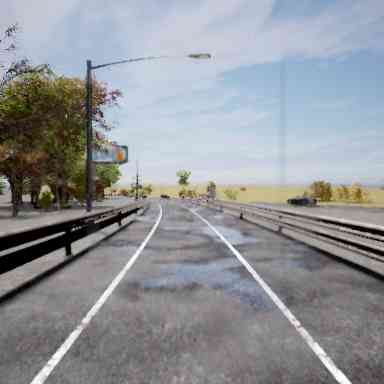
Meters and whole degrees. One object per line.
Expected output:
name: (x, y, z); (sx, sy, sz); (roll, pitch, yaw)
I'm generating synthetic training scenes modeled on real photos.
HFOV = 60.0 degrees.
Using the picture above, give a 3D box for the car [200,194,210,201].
car: (3.265, 1.269, 78.026); (2.097, 1.767, 4.553); (0, 0, -22)

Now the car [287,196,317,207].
car: (15.613, 1.295, 47.424); (2.128, 1.511, 4.902); (0, 0, -22)
